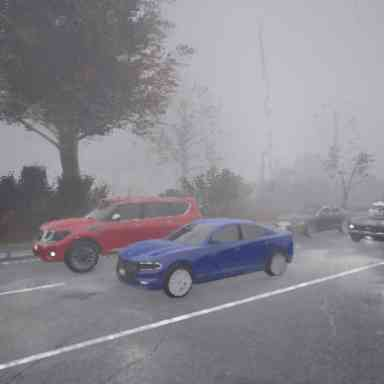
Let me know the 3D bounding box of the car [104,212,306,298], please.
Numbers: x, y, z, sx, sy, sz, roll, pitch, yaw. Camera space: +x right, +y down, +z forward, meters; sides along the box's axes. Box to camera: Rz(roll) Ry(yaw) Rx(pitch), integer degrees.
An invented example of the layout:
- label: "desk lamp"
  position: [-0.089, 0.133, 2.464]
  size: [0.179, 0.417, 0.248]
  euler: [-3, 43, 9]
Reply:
- label: "car"
  position: [0.538, 1.449, 8.630]
  size: [5.008, 1.535, 1.882]
  euler: [0, 0, -35]

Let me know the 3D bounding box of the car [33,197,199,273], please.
- label: "car"
  position: [-2.151, 1.199, 11.007]
  size: [5.566, 2.045, 2.150]
  euler: [0, 0, -35]

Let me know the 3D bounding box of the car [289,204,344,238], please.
- label: "car"
  position: [6.258, 1.395, 17.042]
  size: [4.902, 1.511, 2.128]
  euler: [-1, 0, -36]

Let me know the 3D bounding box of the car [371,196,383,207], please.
- label: "car"
  position: [14.674, 1.025, 23.449]
  size: [5.566, 2.045, 2.150]
  euler: [-1, 0, -38]

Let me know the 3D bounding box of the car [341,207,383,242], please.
- label: "car"
  position: [8.808, 1.500, 14.570]
  size: [4.718, 1.301, 1.895]
  euler: [-1, 0, -37]
